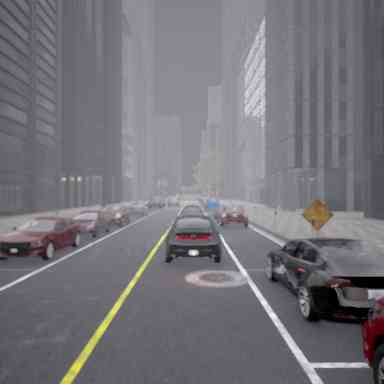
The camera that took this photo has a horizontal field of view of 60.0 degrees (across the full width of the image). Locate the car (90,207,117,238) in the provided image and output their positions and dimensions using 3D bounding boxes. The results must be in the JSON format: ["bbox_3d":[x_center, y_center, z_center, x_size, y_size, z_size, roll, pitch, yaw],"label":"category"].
[{"bbox_3d":[-5.674,1.710,18.477,1.802,1.307,4.206,0,0,0],"label":"car"}]

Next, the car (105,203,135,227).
[{"bbox_3d":[-5.676,1.607,24.117,1.967,1.590,4.097,0,0,0],"label":"car"}]

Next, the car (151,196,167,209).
[{"bbox_3d":[-5.683,1.656,52.315,2.192,1.841,5.009,0,0,0],"label":"car"}]

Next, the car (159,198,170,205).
[{"bbox_3d":[-5.689,1.948,69.022,1.752,1.417,4.829,0,0,1],"label":"car"}]

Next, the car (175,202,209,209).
[{"bbox_3d":[0.015,1.723,25.318,2.033,1.411,5.357,0,0,1],"label":"car"}]

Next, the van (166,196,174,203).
[{"bbox_3d":[-5.694,1.854,86.147,1.690,1.788,3.998,0,0,0],"label":"van"}]

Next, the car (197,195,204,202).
[{"bbox_3d":[2.833,1.921,80.496,1.967,1.590,4.097,0,0,0],"label":"car"}]

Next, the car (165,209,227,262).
[{"bbox_3d":[0.045,1.592,12.430,1.837,1.490,4.892,0,0,0],"label":"car"}]

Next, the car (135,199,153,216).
[{"bbox_3d":[-5.679,1.793,35.395,2.008,1.369,4.403,0,0,0],"label":"car"}]

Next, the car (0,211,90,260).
[{"bbox_3d":[-5.672,1.634,12.838,1.887,1.381,4.507,0,0,0],"label":"car"}]

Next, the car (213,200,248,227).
[{"bbox_3d":[2.850,1.607,24.095,1.967,1.590,4.097,0,0,0],"label":"car"}]

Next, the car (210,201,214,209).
[{"bbox_3d":[2.848,1.788,29.735,1.802,1.307,4.206,0,0,0],"label":"car"}]

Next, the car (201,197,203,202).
[{"bbox_3d":[2.843,1.867,52.466,1.752,1.417,4.829,0,0,0],"label":"car"}]

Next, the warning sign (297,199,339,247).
[{"bbox_3d":[5.062,1.209,13.443,1.300,1.860,1.060,0,0,0],"label":"warning sign"}]

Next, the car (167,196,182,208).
[{"bbox_3d":[-3.079,1.890,56.894,1.812,1.442,4.674,0,0,0],"label":"car"}]

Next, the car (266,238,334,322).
[{"bbox_3d":[2.855,1.616,7.175,1.947,1.339,4.313,0,0,0],"label":"car"}]

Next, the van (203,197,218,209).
[{"bbox_3d":[2.844,1.652,46.655,1.690,1.788,3.998,0,0,0],"label":"van"}]

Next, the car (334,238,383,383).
[{"bbox_3d":[2.857,1.327,1.537,2.192,1.841,5.009,0,0,0],"label":"car"}]

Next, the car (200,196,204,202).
[{"bbox_3d":[2.846,1.922,63.779,1.752,1.417,4.829,0,0,1],"label":"car"}]
